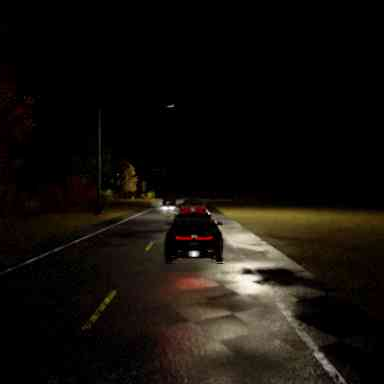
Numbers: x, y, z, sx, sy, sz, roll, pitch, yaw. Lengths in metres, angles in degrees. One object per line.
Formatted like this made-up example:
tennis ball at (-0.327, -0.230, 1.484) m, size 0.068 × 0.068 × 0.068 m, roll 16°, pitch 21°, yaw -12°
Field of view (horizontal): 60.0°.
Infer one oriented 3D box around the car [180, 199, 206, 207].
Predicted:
car at (0.078, 1.327, 26.606) m, size 2.097 × 1.767 × 4.553 m, roll 0°, pitch 0°, yaw 0°

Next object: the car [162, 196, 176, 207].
car at (-3.549, 1.446, 51.880) m, size 2.128 × 1.511 × 4.902 m, roll 0°, pitch 0°, yaw 0°

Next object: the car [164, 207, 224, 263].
car at (0.076, 1.495, 11.892) m, size 1.837 × 1.490 × 4.892 m, roll 0°, pitch 0°, yaw 0°
